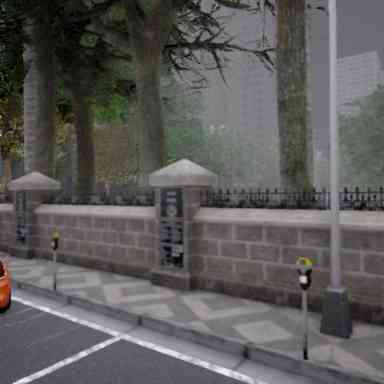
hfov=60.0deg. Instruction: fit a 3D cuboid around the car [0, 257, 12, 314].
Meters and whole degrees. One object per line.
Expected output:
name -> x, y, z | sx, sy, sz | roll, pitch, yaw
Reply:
car -> -5.529, 1.438, 6.462 | 4.553, 1.767, 2.097 | -1, 0, 36
